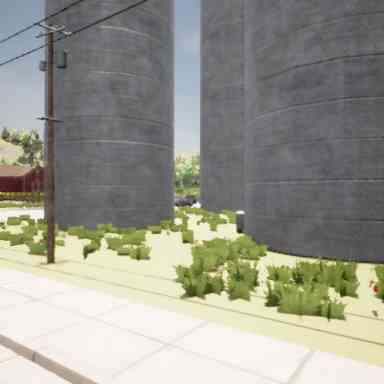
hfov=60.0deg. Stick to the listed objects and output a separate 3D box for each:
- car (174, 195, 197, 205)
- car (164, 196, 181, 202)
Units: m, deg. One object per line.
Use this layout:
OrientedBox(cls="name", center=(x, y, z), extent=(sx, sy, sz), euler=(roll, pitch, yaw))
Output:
OrientedBox(cls="car", center=(-1.822, 1.605, 50.724), extent=(2.033, 1.411, 5.357), euler=(0, 0, 35))
OrientedBox(cls="car", center=(-4.858, 1.618, 83.179), extent=(3.905, 1.438, 1.784), euler=(0, 0, 35))
